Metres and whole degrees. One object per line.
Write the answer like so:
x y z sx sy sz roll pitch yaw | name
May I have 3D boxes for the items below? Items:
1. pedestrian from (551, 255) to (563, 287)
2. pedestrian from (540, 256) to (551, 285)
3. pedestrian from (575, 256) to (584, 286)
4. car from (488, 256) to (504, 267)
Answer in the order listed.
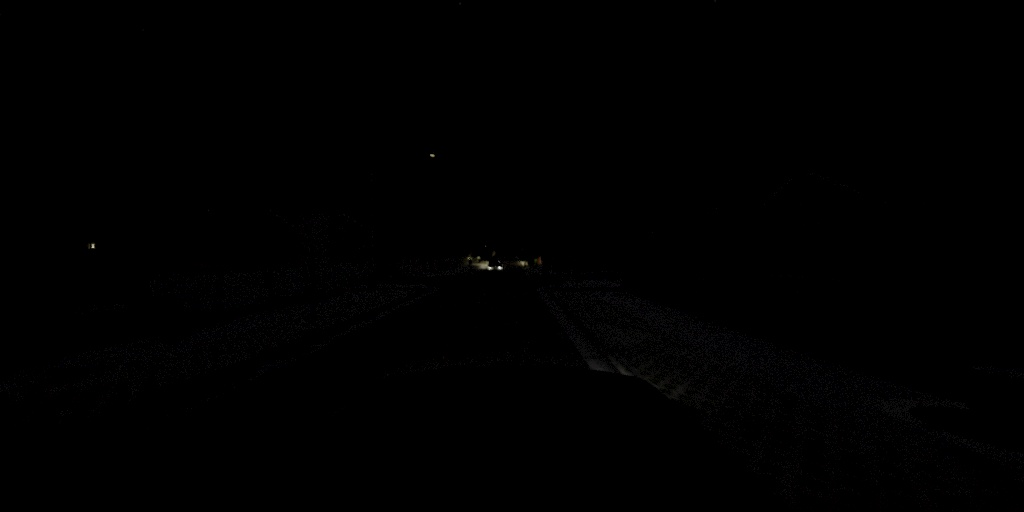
2.560 0.819 20.140 0.375 1.860 0.375 0 0 0 | pedestrian
2.036 0.809 21.339 0.375 1.860 0.375 0 0 0 | pedestrian
3.869 0.820 20.738 0.375 1.860 0.375 0 0 0 | pedestrian
-2.792 0.868 59.421 2.097 1.767 4.553 0 0 1 | car
